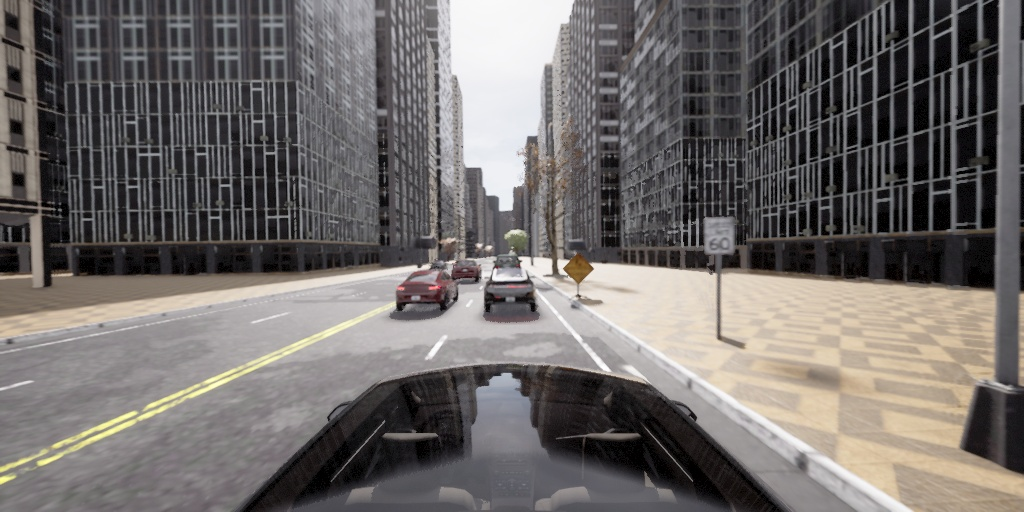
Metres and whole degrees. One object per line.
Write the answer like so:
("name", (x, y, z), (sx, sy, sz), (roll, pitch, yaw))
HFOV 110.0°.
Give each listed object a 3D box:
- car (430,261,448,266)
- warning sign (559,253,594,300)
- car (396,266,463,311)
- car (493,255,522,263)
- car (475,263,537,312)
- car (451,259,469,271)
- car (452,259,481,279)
("car", (-10.641, 1.373, 52.360), (1.994, 1.385, 4.181), (-1, 0, -1))
("warning sign", (2.702, 0.794, 14.640), (1.300, 1.860, 1.060), (0, 0, -1))
("car", (-3.338, 1.301, 14.668), (1.812, 1.442, 4.674), (-1, 0, 0))
("car", (-0.342, 0.920, 28.641), (2.150, 2.045, 5.566), (-1, 0, -1))
("car", (-0.082, 1.214, 14.185), (2.128, 1.511, 4.902), (-1, 0, -1))
("car", (-7.384, 1.236, 51.512), (1.882, 1.535, 5.008), (-1, 0, -1))
("car", (-3.601, 1.098, 29.318), (2.097, 1.767, 4.553), (-1, 0, -1))
